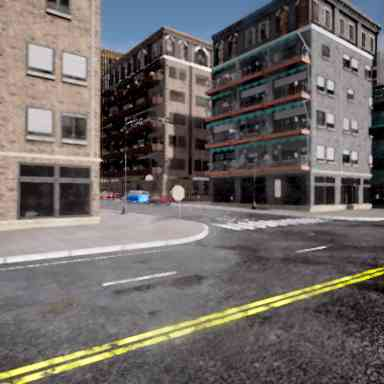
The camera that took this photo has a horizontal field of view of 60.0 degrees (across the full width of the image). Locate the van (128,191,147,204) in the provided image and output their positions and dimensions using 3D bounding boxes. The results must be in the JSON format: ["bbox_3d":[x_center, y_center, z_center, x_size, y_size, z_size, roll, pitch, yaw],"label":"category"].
[{"bbox_3d":[-7.647,0.739,47.275,1.690,1.788,3.998,2,0,-37],"label":"van"}]

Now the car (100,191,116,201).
[{"bbox_3d":[-14.500,0.668,56.199,1.967,1.590,4.097,2,0,-37],"label":"car"}]

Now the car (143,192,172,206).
[{"bbox_3d":[-4.203,1.065,42.832,1.802,1.307,4.206,2,0,-37],"label":"car"}]
